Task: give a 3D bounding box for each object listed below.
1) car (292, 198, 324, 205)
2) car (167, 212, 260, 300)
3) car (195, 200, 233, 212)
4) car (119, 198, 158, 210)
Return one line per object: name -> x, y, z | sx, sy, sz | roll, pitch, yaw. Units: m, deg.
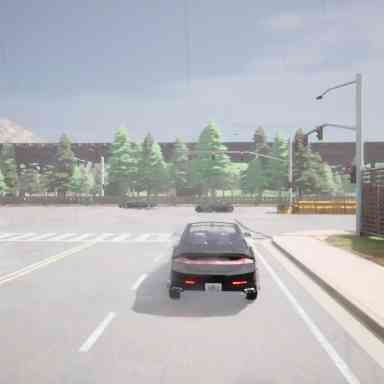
car -> 14.719, 1.526, 41.504 | 4.674, 1.442, 1.812 | 0, 0, 2
car -> 0.510, 1.492, 8.397 | 2.128, 1.511, 4.902 | 0, 0, 3
car -> 2.356, 1.564, 35.494 | 4.181, 1.385, 1.994 | 0, 0, -32
car -> -6.761, 1.492, 42.115 | 4.902, 1.511, 2.128 | 0, 0, 2
